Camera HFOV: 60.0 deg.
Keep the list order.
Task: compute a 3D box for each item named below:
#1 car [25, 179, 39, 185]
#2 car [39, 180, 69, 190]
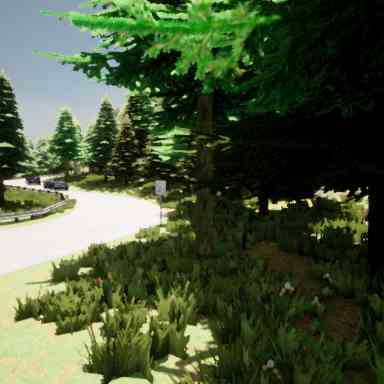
[{"bbox_3d":[-25.509,-1.933,53.399,1.837,1.490,4.892,0,5,-34],"label":"car"},{"bbox_3d":[-18.880,-1.003,46.135,4.181,1.385,1.994,7,4,39],"label":"car"}]
